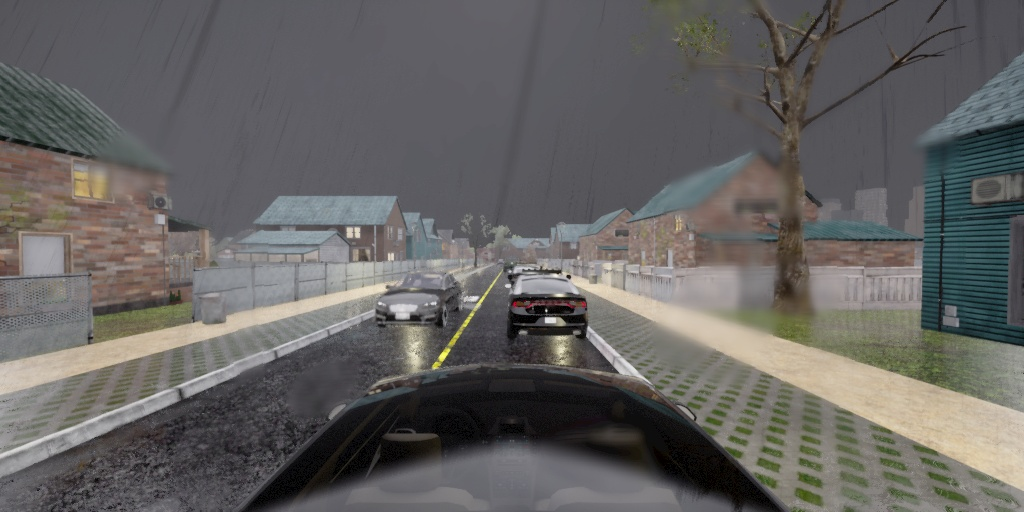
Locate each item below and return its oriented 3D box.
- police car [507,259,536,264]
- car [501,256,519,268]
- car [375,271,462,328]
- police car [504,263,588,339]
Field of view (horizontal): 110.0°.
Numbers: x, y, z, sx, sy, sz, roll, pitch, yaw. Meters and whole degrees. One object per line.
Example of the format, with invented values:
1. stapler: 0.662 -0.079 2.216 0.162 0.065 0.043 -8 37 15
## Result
1. police car: 0.829 1.182 20.257 1.930 1.638 5.238 0 0 0
2. car: 0.031 1.026 46.903 2.150 2.045 5.566 0 0 0
3. car: -2.747 1.241 11.447 2.128 1.511 4.902 0 0 0
4. police car: 0.827 1.174 10.255 1.930 1.638 5.238 0 0 0
